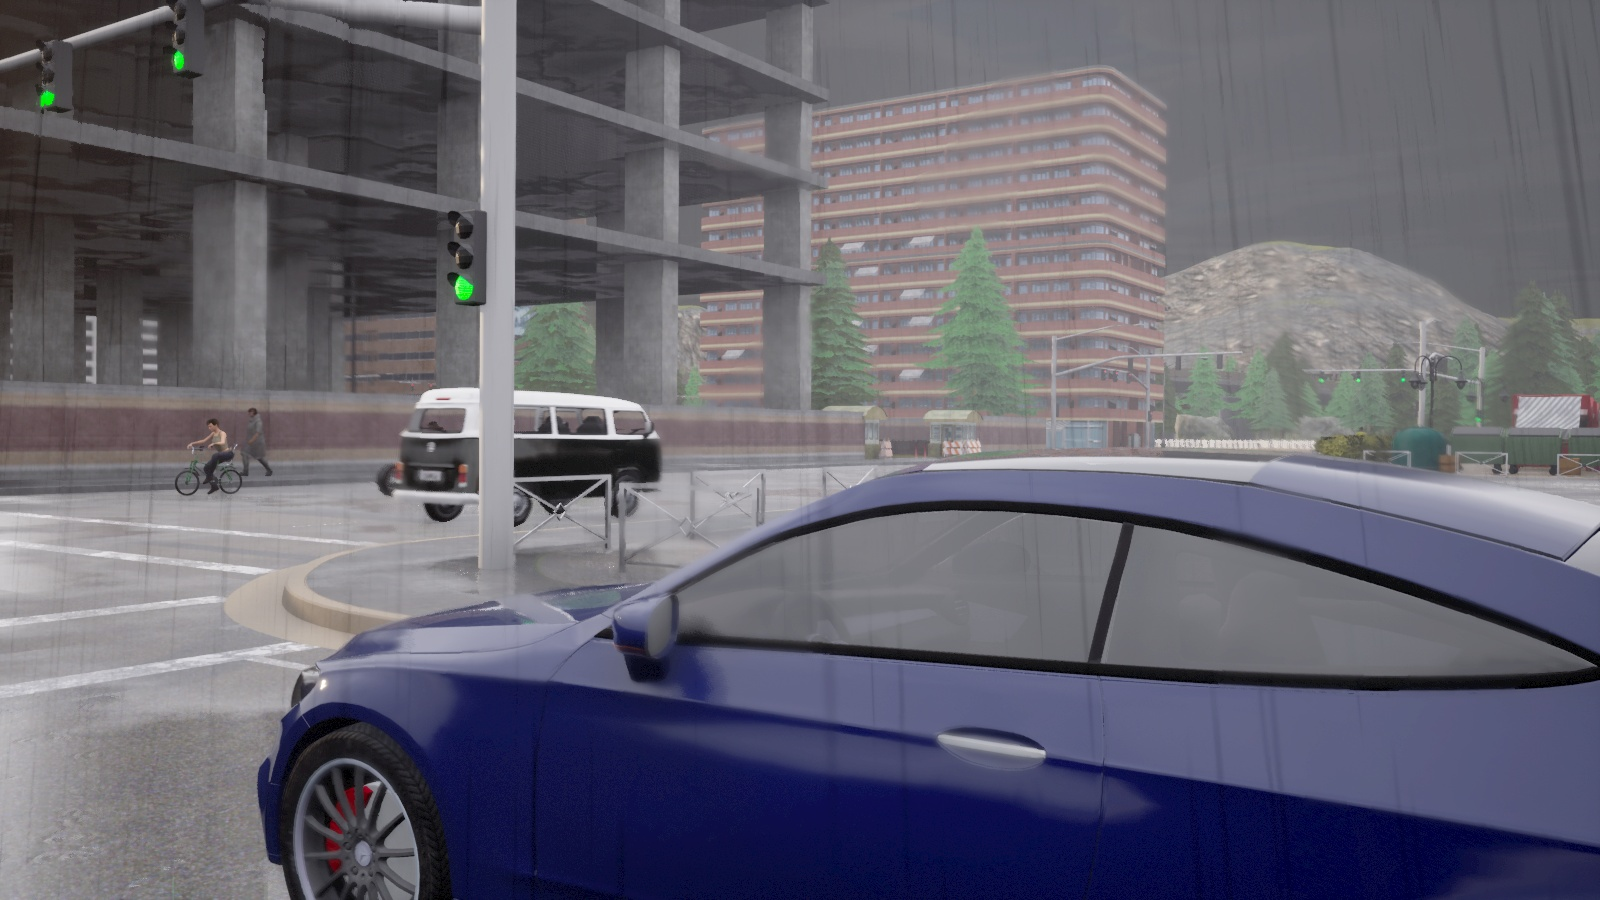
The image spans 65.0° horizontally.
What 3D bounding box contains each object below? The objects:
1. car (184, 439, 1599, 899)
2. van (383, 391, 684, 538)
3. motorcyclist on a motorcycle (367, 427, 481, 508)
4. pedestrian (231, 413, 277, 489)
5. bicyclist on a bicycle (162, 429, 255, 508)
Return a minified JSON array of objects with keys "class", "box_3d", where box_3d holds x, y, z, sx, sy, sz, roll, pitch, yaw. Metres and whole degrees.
[{"class":"car","box_3d":[0.620,0.708,3.212,4.674,1.442,1.812,0,1,34]},{"class":"van","box_3d":[-4.070,0.164,19.897,2.069,2.038,4.480,0,1,33]},{"class":"motorcyclist on a motorcycle","box_3d":[-7.963,0.334,26.710,0.766,1.649,2.350,0,1,33]},{"class":"pedestrian","box_3d":[-14.235,0.015,32.749,0.659,1.952,0.873,0,1,35]},{"class":"bicyclist on a bicycle","box_3d":[-12.388,0.365,26.348,0.866,1.612,1.509,0,1,34]}]
